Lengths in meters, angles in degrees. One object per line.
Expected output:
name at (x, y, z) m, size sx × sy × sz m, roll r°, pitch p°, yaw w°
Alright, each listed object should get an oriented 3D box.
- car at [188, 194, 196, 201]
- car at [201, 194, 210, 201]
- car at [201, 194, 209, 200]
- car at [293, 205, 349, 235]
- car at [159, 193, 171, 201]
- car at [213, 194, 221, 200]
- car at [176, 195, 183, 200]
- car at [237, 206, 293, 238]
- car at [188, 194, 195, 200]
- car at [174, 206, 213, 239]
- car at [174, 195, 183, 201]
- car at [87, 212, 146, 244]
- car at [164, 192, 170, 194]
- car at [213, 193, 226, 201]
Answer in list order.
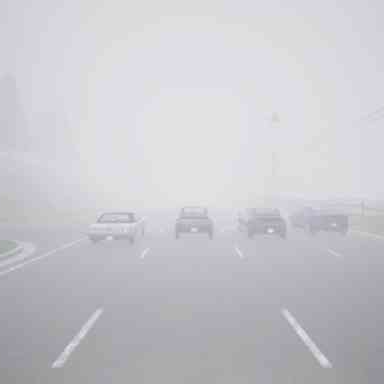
car at (-0.003, 1.554, 82.178) m, size 1.812 × 1.442 × 4.674 m, roll 0°, pitch 0°, yaw 0°
car at (3.497, 1.583, 82.178) m, size 1.994 × 1.385 × 4.181 m, roll 0°, pitch 0°, yaw 0°
car at (3.496, 1.401, 92.181) m, size 2.128 × 1.511 × 4.902 m, roll 0°, pitch 0°, yaw 0°
car at (7.099, 1.487, 19.102) m, size 1.882 × 1.535 × 5.008 m, roll 0°, pitch 0°, yaw 0°
car at (-7.003, 1.584, 82.207) m, size 1.994 × 1.385 × 4.181 m, roll 0°, pitch 0°, yaw 0°
car at (6.996, 1.354, 92.181) m, size 1.882 × 1.535 × 5.008 m, roll 0°, pitch 0°, yaw 0°
car at (-3.504, 1.471, 92.211) m, size 1.895 × 1.301 × 4.718 m, roll 0°, pitch 0°, yaw 0°
car at (3.599, 1.513, 17.637) m, size 1.837 × 1.490 × 4.892 m, roll 0°, pitch 0°, yaw 0°
car at (-0.004, 1.354, 92.181) m, size 1.882 × 1.535 × 5.008 m, roll 0°, pitch 0°, yaw 0°
car at (0.099, 1.500, 17.545) m, size 2.128 × 1.511 × 4.902 m, roll 0°, pitch 0°, yaw 0°
car at (-3.503, 1.529, 81.761) m, size 1.837 × 1.490 × 4.892 m, roll 0°, pitch 0°, yaw 0°
car at (-3.401, 1.608, 15.959) m, size 1.895 × 1.301 × 4.718 m, roll 0°, pitch 0°, yaw 0°
car at (-7.004, 1.101, 92.241) m, size 2.150 × 2.045 × 5.566 m, roll 0°, pitch 0°, yaw 0°
car at (6.997, 1.254, 81.791) m, size 2.150 × 2.045 × 5.566 m, roll 0°, pitch 0°, yaw 0°
